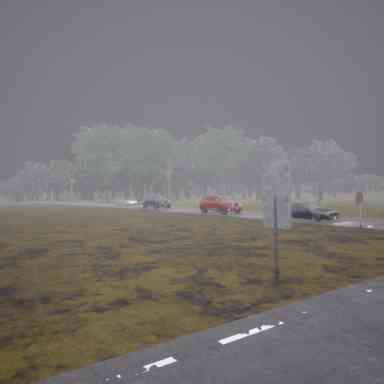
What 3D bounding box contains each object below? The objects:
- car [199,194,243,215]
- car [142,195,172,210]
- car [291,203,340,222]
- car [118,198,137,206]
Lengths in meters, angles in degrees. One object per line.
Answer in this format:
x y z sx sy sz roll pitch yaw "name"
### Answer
2.998 1.305 36.015 2.150 2.045 5.566 -2 1 -35 "car"
-5.103 1.389 47.264 2.150 2.045 5.566 -2 0 -36 "car"
9.259 1.605 27.350 2.033 1.411 5.357 -2 1 -36 "car"
-12.151 1.849 61.889 1.895 1.301 4.718 -2 0 -36 "car"
